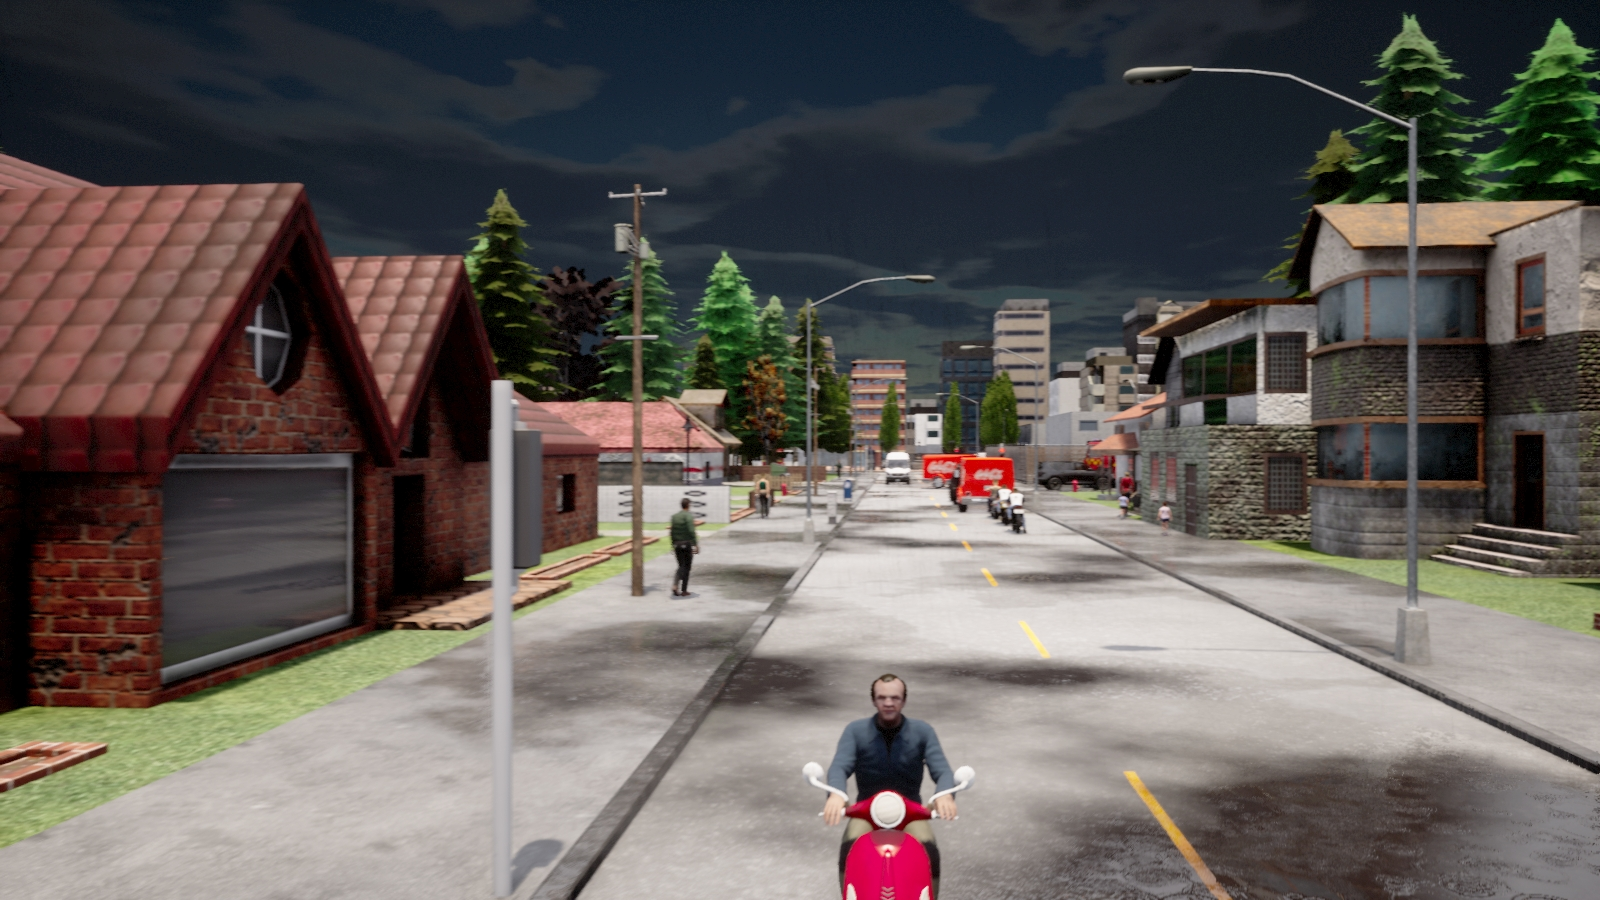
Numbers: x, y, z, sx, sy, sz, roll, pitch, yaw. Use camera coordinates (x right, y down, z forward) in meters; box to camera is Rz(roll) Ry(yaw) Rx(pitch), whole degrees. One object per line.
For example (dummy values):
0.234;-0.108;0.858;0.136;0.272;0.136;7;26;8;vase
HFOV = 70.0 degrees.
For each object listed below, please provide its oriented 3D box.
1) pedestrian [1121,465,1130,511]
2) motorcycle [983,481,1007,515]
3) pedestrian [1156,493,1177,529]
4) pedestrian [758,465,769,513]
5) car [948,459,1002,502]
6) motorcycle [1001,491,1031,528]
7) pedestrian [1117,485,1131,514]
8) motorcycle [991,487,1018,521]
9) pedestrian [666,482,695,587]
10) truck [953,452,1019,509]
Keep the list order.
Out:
13.170;1.531;46.231;0.375;1.860;0.375;0;0;14;pedestrian
8.020;1.955;47.034;0.764;1.277;2.356;0;0;5;motorcycle
11.530;1.909;35.942;0.500;1.100;0.500;0;0;3;pedestrian
-1.422;1.524;44.638;0.375;1.860;0.375;0;0;11;pedestrian
9.155;1.540;60.251;2.390;2.098;6.274;0;0;5;car
7.293;1.998;38.613;0.803;1.145;2.033;0;0;5;motorcycle
12.620;1.912;44.564;0.500;1.100;0.500;0;0;14;pedestrian
7.645;1.998;42.715;0.803;1.145;2.033;0;0;5;motorcycle
-2.161;1.523;20.719;0.375;1.860;0.375;0;0;29;pedestrian
8.513;1.354;52.725;2.627;2.467;5.204;0;0;5;truck
